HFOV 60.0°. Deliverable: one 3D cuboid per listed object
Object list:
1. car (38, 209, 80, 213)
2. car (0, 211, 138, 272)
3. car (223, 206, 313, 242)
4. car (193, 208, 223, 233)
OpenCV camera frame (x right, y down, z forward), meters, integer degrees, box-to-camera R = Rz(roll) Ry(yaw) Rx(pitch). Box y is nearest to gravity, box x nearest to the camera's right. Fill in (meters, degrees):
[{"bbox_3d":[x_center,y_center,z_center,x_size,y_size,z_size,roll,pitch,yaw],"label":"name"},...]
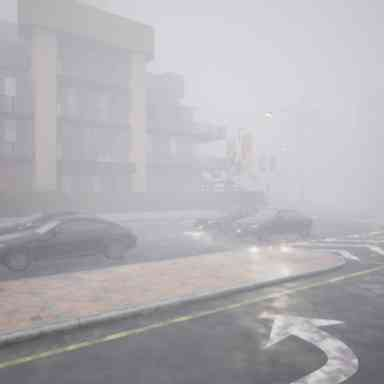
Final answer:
[{"bbox_3d":[-5.867,1.501,13.893,4.892,1.490,1.837,0,0,-34],"label":"car"},{"bbox_3d":[-4.067,1.521,10.896,4.674,1.442,1.812,0,0,-34],"label":"car"},{"bbox_3d":[4.045,1.508,16.383,4.674,1.442,1.812,0,0,-34],"label":"car"},{"bbox_3d":[2.681,1.528,19.687,5.357,1.411,2.033,0,0,-34],"label":"car"}]
